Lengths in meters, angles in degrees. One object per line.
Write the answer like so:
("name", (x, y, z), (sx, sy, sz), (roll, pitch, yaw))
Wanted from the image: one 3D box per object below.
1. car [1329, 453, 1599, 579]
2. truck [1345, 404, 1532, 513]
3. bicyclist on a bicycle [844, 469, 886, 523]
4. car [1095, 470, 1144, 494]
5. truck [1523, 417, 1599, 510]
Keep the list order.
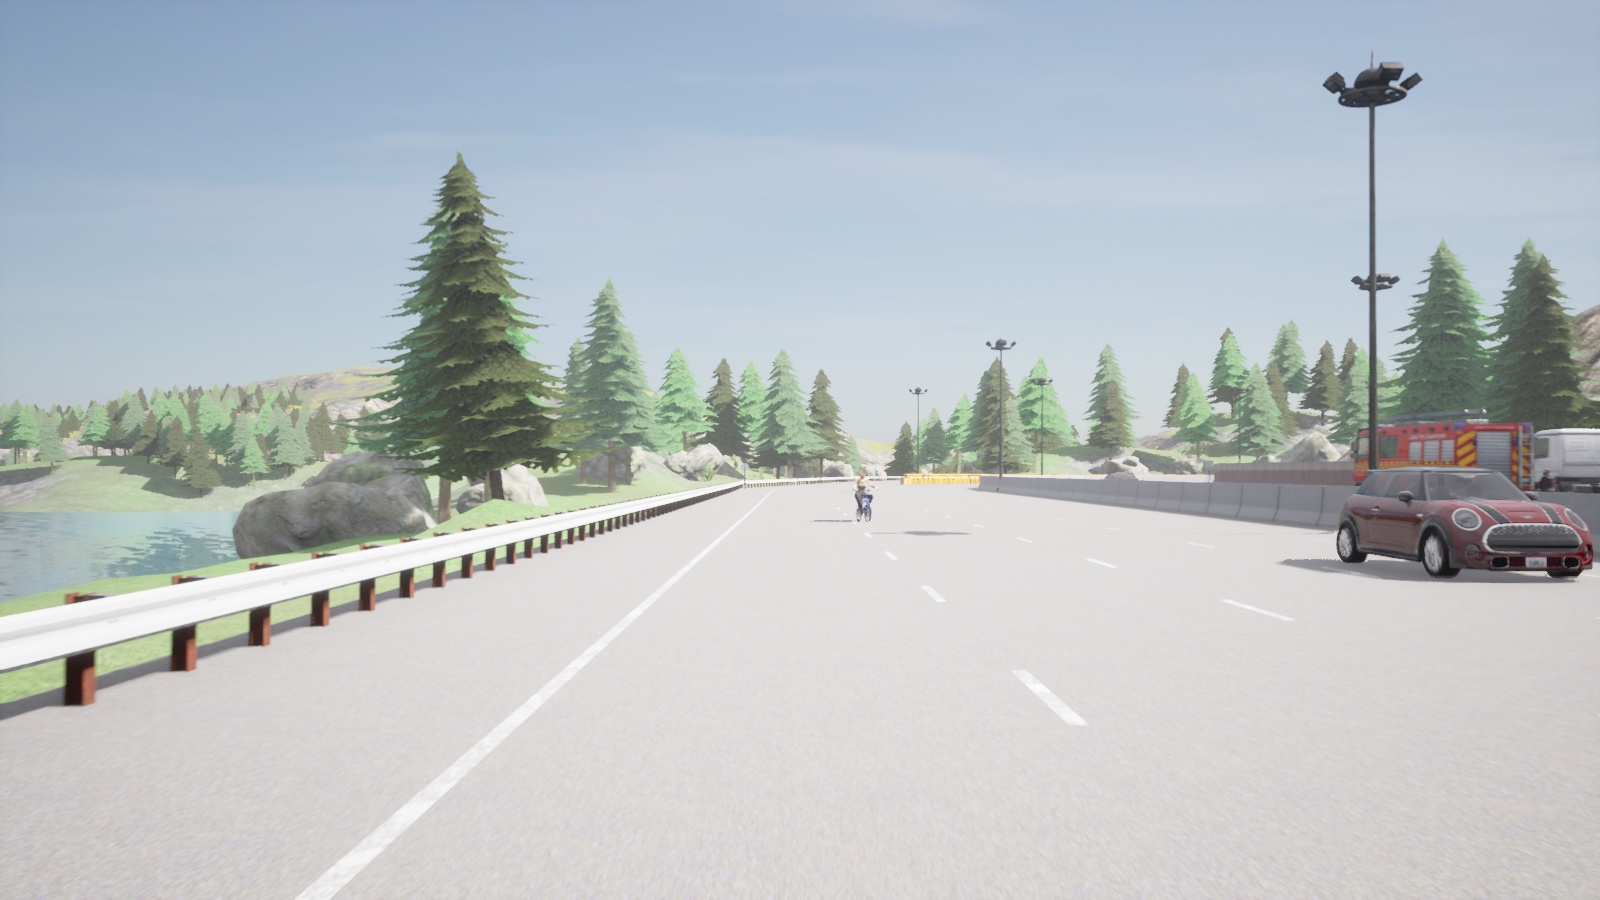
("car", (10.453, 0.966, 20.017), (2.097, 1.767, 4.553), (0, -1, 0))
("truck", (24.381, 0.366, 48.569), (2.891, 3.827, 8.468), (0, -1, 0))
("bicyclist on a bicycle", (1.978, 1.387, 38.455), (0.866, 1.612, 1.509), (0, -1, -14))
("car", (20.720, 2.078, 81.734), (1.882, 1.535, 5.008), (0, -1, 0))
("truck", (31.381, 0.510, 47.965), (2.891, 3.462, 7.936), (0, -1, 0))
